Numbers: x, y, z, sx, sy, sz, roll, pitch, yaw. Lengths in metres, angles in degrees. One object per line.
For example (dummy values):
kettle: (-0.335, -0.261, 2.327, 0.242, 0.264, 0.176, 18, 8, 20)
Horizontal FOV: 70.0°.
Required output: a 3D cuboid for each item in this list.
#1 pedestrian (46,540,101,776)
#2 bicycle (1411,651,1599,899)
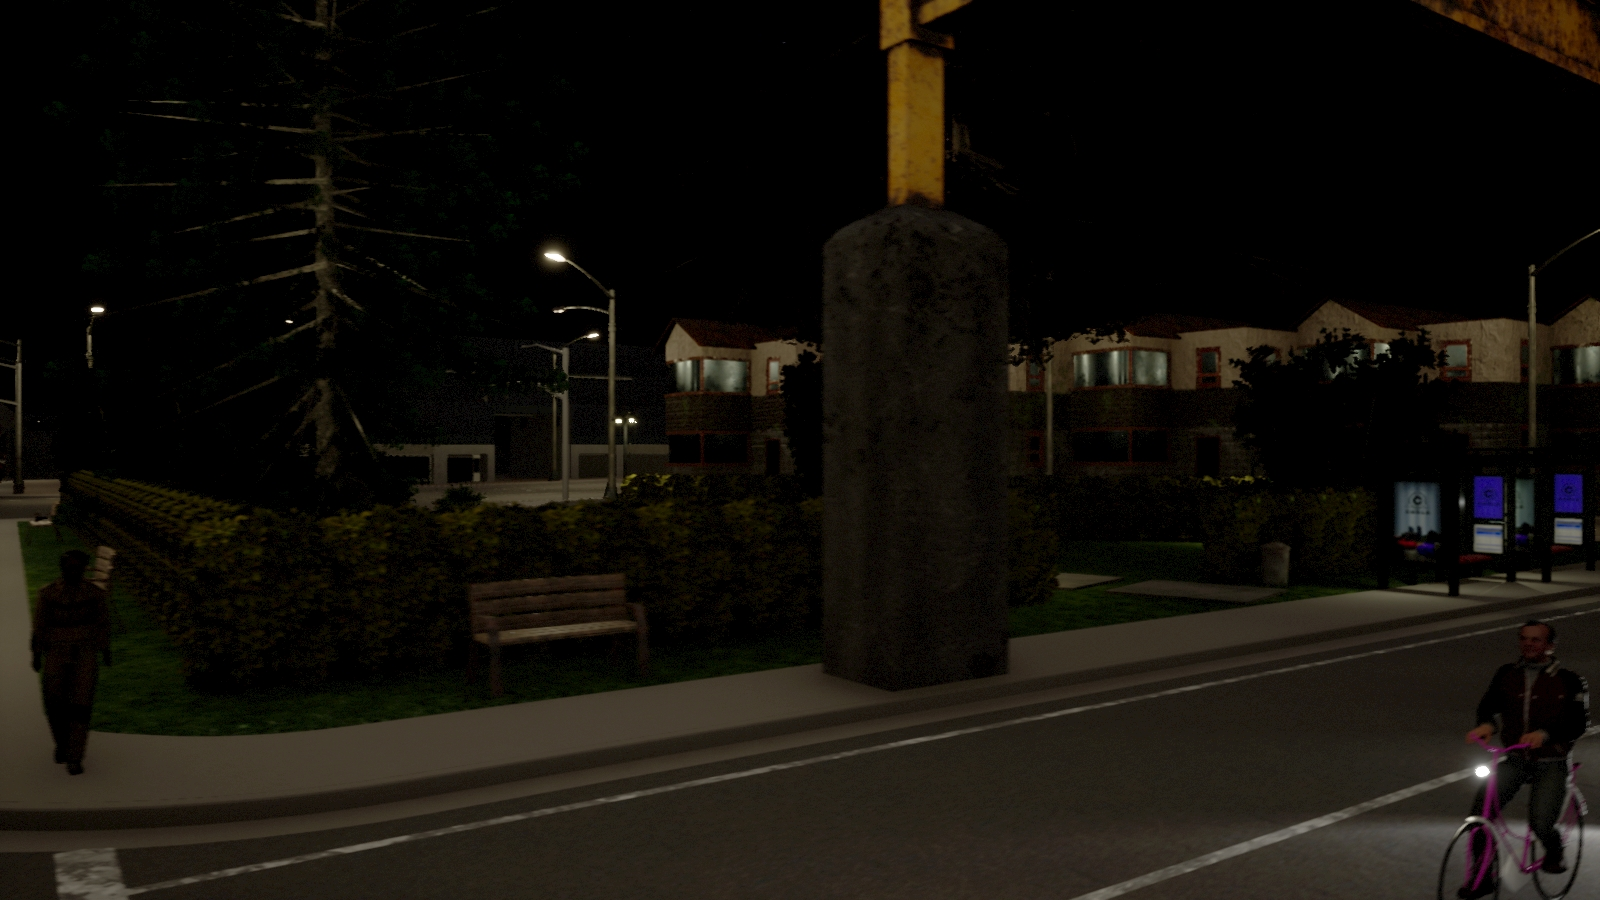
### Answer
pedestrian: (-6.028, 1.700, 9.482, 0.375, 1.860, 0.375, 0, 0, -34)
bicycle: (4.240, 2.049, 6.743, 1.835, 1.496, 0.329, 0, 0, -35)
